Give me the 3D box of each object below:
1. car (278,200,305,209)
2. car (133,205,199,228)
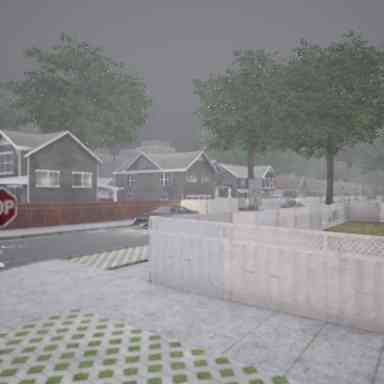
[{"bbox_3d":[12.887,1.785,42.663,2.033,1.411,5.357,0,0,36],"label":"car"},{"bbox_3d":[-1.545,1.627,22.592,2.033,1.411,5.357,0,0,36],"label":"car"}]
